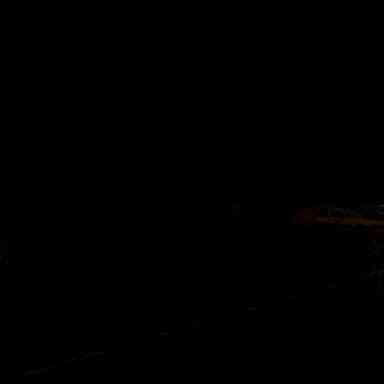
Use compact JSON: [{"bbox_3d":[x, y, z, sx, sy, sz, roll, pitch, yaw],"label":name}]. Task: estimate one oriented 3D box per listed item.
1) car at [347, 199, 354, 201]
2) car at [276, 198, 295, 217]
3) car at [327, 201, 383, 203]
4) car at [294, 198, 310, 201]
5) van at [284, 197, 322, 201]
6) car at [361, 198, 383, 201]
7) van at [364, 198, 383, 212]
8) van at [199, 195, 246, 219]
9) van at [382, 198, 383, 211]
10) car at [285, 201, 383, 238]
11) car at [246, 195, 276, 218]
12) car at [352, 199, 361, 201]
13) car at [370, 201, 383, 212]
[{"bbox_3d":[16.018,1.849,39.759,2.097,1.535,5.008,1,-1,-35],"label":"car"},{"bbox_3d":[7.207,1.627,33.254,1.946,1.575,5.366,1,-1,-36],"label":"car"},{"bbox_3d":[10.000,1.538,19.414,2.231,1.521,4.892,1,-1,-35],"label":"car"},{"bbox_3d":[9.355,1.685,35.006,2.231,1.521,4.892,1,-1,-35],"label":"car"},{"bbox_3d":[11.543,1.514,36.717,1.878,1.987,4.442,1,-1,-35],"label":"van"},{"bbox_3d":[14.504,1.500,22.658,2.185,1.767,4.553,1,-1,-35],"label":"car"},{"bbox_3d":[27.462,1.907,47.784,1.878,1.987,4.442,1,-1,-35],"label":"van"},{"bbox_3d":[2.426,1.312,30.216,1.878,1.987,4.442,1,-1,-35],"label":"van"},{"bbox_3d":[31.851,2.031,50.915,1.878,1.987,4.442,2,-1,-35],"label":"van"},{"bbox_3d":[7.857,1.501,17.651,1.946,1.575,5.366,1,-1,-35],"label":"car"},{"bbox_3d":[4.833,1.328,31.822,2.435,2.045,5.566,1,-1,-35],"label":"car"},{"bbox_3d":[18.375,1.908,41.440,2.097,1.535,5.008,1,-1,-35],"label":"car"},{"bbox_3d":[29.643,2.188,49.489,2.097,1.535,5.008,1,-1,-35],"label":"car"}]
